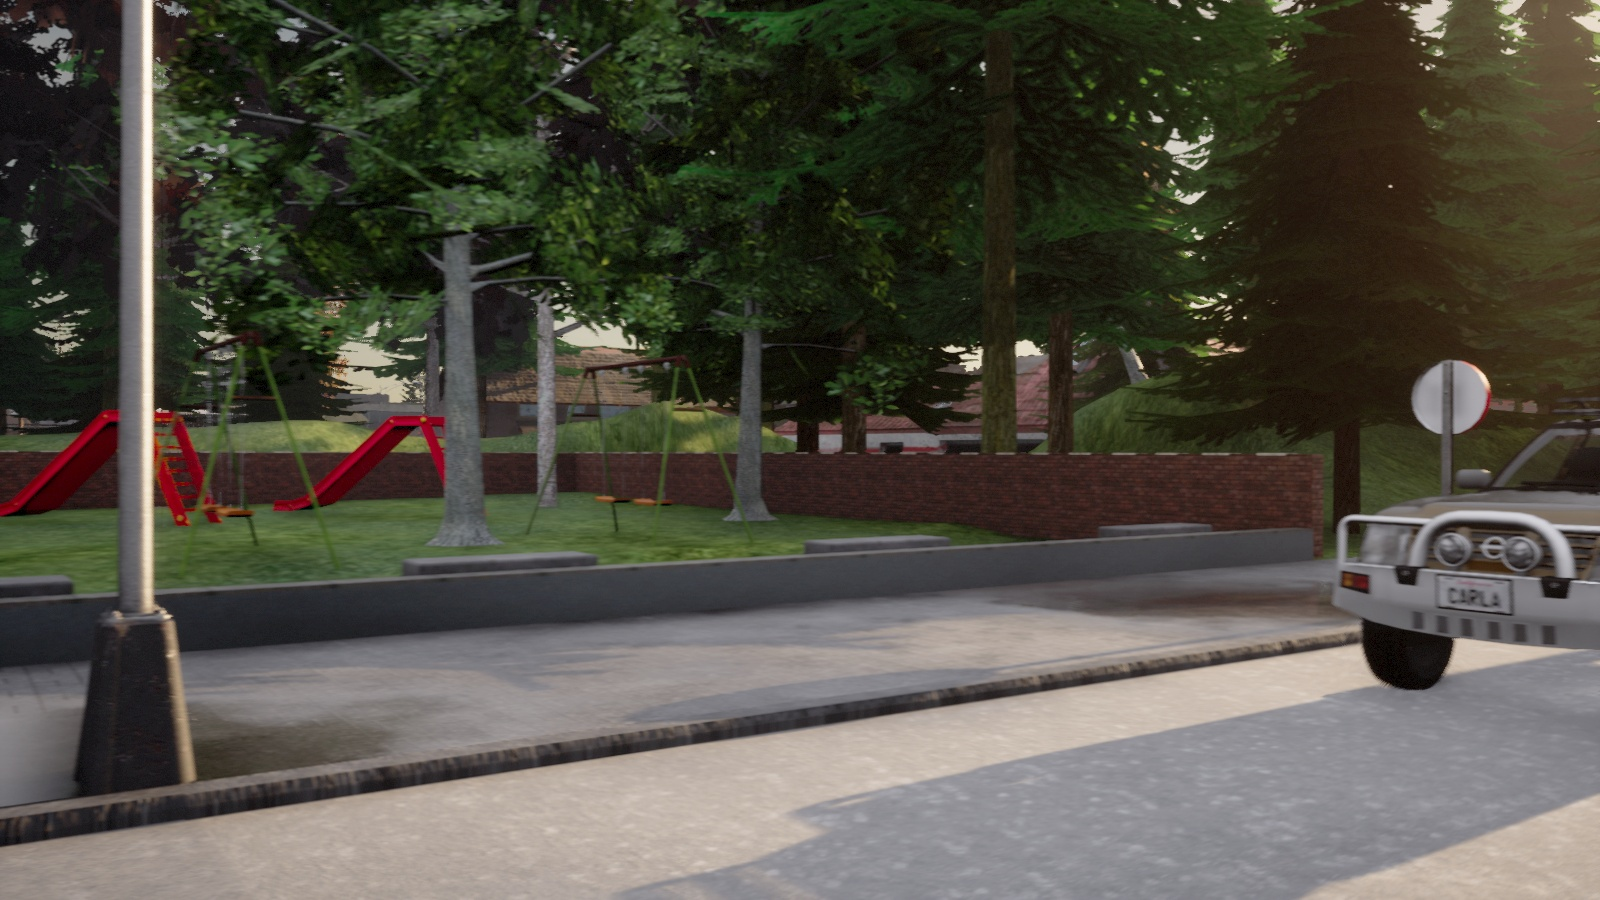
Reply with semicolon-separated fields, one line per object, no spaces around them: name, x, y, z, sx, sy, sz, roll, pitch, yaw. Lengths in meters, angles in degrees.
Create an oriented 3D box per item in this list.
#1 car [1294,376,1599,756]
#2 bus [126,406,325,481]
car;5.395;0.570;8.031;4.605;1.855;1.932;0;0;-35
bus;-34.456;-0.373;75.527;10.273;4.253;3.944;0;0;-37
